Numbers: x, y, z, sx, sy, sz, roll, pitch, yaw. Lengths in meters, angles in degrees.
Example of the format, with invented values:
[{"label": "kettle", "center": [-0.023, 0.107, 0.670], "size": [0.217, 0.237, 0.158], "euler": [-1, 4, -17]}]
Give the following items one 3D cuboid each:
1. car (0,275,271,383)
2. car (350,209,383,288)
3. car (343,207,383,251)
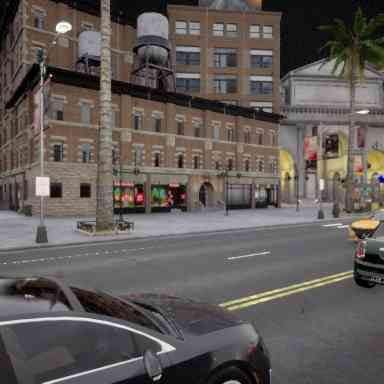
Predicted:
[{"label": "car", "center": [-1.428, 1.505, 2.720], "size": [4.892, 1.490, 1.837], "euler": [0, 0, -36]}, {"label": "car", "center": [5.945, 1.352, 8.020], "size": [4.553, 1.767, 2.097], "euler": [0, 0, -35]}, {"label": "car", "center": [8.938, 1.477, 14.641], "size": [5.008, 1.535, 1.882], "euler": [0, 0, -35]}]
